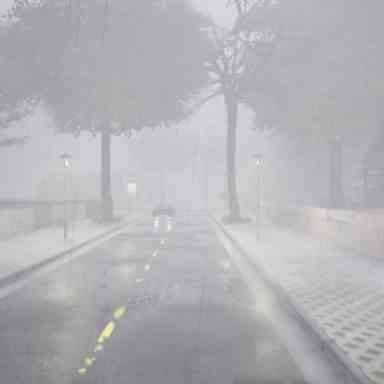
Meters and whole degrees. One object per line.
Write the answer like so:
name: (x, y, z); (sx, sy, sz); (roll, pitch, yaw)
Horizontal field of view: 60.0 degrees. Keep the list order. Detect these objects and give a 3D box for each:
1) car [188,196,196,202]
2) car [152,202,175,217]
car: (0.019, 1.827, 86.553); (1.812, 1.442, 4.674); (0, 0, 0)
car: (-2.779, 1.716, 33.479); (1.994, 1.385, 4.181); (0, 0, 1)
